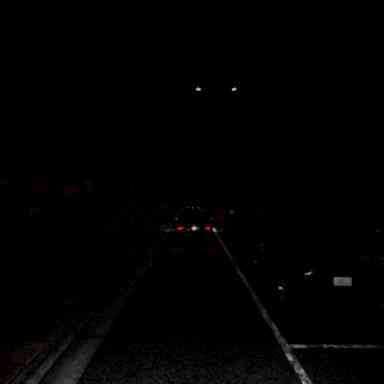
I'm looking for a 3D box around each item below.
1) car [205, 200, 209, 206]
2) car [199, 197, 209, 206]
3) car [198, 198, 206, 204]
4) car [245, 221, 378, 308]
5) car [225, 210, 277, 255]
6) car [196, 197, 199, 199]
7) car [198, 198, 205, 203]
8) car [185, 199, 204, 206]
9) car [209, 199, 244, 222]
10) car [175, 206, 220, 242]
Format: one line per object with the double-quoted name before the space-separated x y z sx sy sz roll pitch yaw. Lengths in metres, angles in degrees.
"car" 2.661 1.838 35.717 1.802 1.307 4.206 2 0 0
"car" 2.665 1.893 57.933 1.967 1.590 4.097 2 -1 0
"car" 2.659 2.401 90.113 1.947 1.339 4.313 1 -1 0
"car" 2.662 1.629 7.947 1.947 1.339 4.313 2 0 0
"car" 2.663 1.667 13.504 1.947 1.339 4.313 2 0 0
"car" 2.660 2.324 84.677 1.947 1.339 4.313 1 -1 0
"car" 2.660 2.444 95.720 1.752 1.417 4.829 1 -1 0
"car" 0.098 1.836 39.922 2.033 1.411 5.357 0 0 0
"car" 2.670 1.490 24.613 2.192 1.841 5.009 2 0 0
"car" 0.099 1.672 17.161 2.033 1.411 5.357 0 0 0
